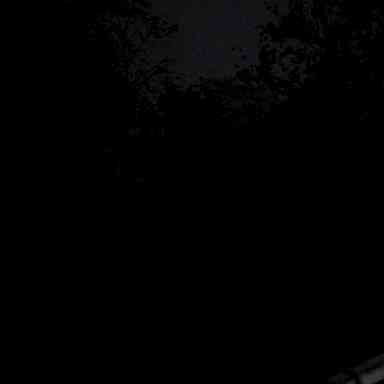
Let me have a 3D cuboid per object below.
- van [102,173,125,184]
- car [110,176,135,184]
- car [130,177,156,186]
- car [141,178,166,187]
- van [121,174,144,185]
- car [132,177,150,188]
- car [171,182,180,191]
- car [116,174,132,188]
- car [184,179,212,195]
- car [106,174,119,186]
[{"bbox_3d":[-16.211,-2.837,68.891,1.878,1.987,4.442,5,3,34],"label":"van"},{"bbox_3d":[-13.995,-2.429,67.261,2.097,1.535,5.008,5,3,34],"label":"car"},{"bbox_3d":[-9.404,-2.025,64.190,2.163,1.488,4.792,5,3,34],"label":"car"},{"bbox_3d":[-7.223,-1.839,62.716,2.163,1.488,4.792,5,3,34],"label":"car"},{"bbox_3d":[-11.743,-2.467,65.602,1.878,1.987,4.442,5,3,34],"label":"van"},{"bbox_3d":[-5.316,-1.006,45.619,2.231,1.521,4.892,5,3,34],"label":"car"},{"bbox_3d":[-0.699,-0.843,42.528,2.435,2.045,5.566,5,3,34],"label":"car"},{"bbox_3d":[-7.717,-1.217,47.009,1.946,1.575,5.366,5,3,34],"label":"car"},{"bbox_3d":[1.567,-0.385,40.971,2.097,1.535,5.008,5,3,34],"label":"car"},{"bbox_3d":[-12.406,-1.639,50.175,1.946,1.575,5.366,5,3,34],"label":"car"}]
